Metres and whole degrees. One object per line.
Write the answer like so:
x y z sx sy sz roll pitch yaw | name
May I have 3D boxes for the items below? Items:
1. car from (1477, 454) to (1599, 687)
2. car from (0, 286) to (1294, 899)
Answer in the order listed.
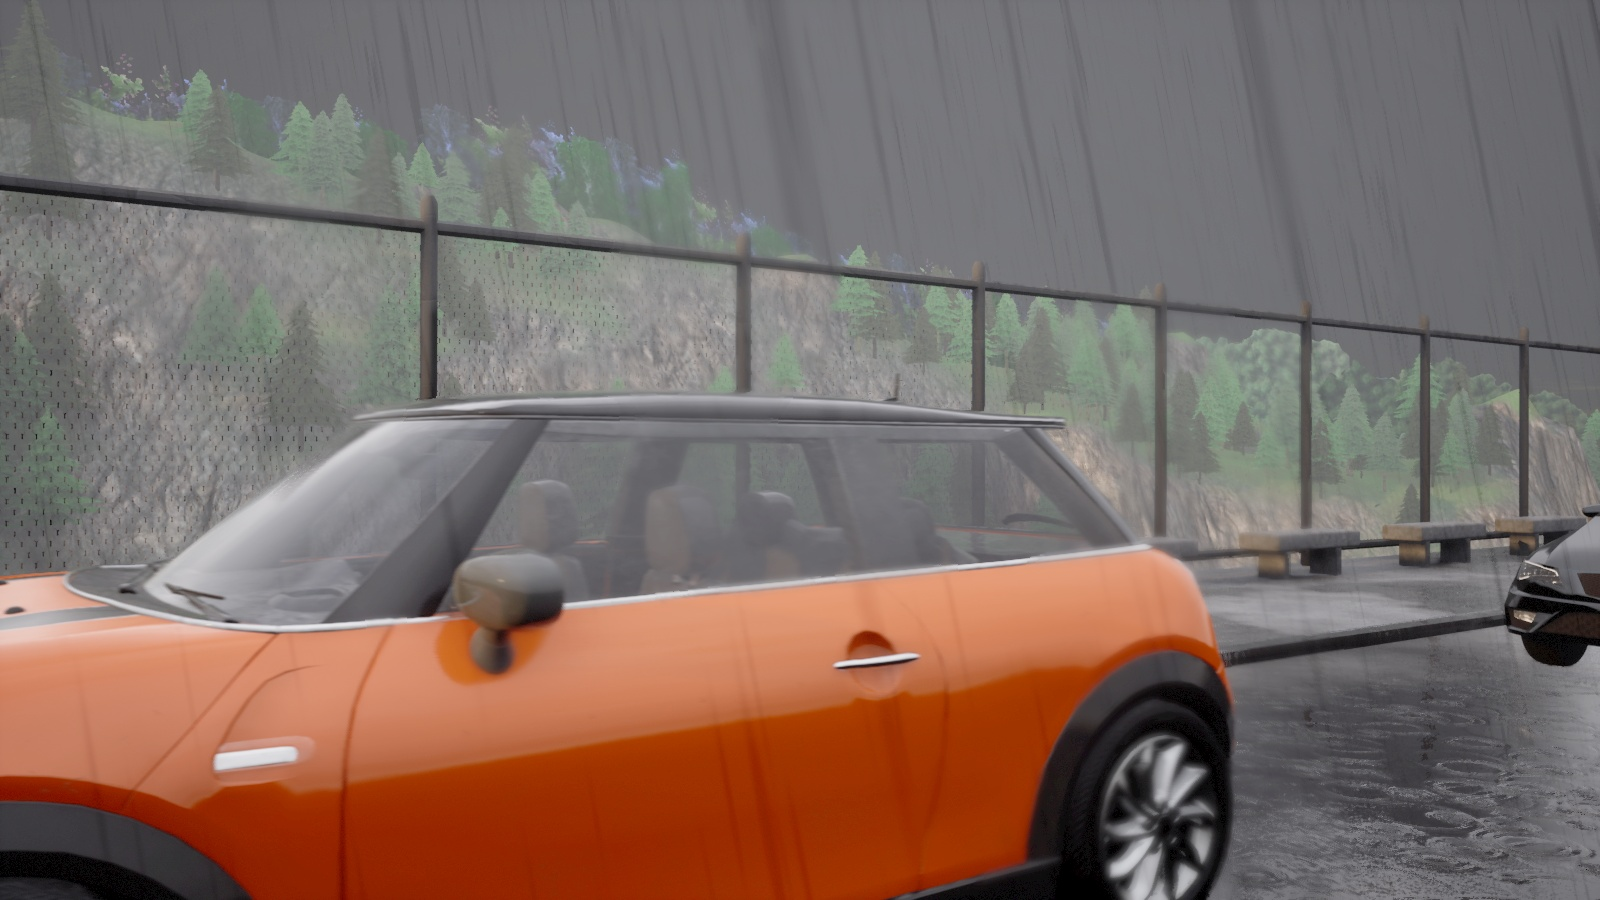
6.879 0.766 9.058 4.193 1.474 1.816 0 0 -35 | car
-0.851 0.613 3.677 4.553 1.767 2.097 0 0 -35 | car
